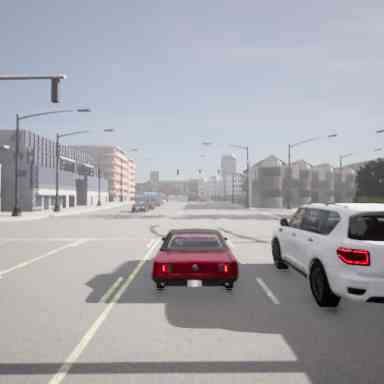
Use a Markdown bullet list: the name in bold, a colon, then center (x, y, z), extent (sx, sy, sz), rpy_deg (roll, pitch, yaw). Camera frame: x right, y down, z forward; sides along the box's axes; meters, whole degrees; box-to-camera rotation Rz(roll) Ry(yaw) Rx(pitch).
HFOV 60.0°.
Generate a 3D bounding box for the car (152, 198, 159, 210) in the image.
- **car**: center (-7.096, 2.163, 55.102), extent (1.812, 1.442, 4.674), rpy_deg (0, 0, 0)

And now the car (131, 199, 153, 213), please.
- **car**: center (-7.106, 2.039, 45.848), extent (2.128, 1.511, 4.902), rpy_deg (0, -1, 0)

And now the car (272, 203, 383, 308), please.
- **car**: center (3.564, 1.270, 8.131), extent (2.150, 2.045, 5.566), rpy_deg (0, 0, 0)

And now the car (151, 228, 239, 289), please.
- **car**: center (0.073, 1.659, 9.263), extent (1.895, 1.301, 4.718), rpy_deg (0, 0, 0)

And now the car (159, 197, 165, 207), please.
- **car**: center (-7.055, 1.972, 64.361), extent (2.097, 1.767, 4.553), rpy_deg (0, 0, 1)

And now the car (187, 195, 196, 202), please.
- **car**: center (-0.016, 1.744, 88.694), extent (2.150, 2.045, 5.566), rpy_deg (0, -1, 0)

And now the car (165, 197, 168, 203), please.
- **car**: center (-7.013, 2.115, 74.518), extent (1.895, 1.301, 4.718), rpy_deg (0, 1, 0)

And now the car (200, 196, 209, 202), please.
- **car**: center (3.484, 1.880, 89.048), extent (2.097, 1.767, 4.553), rpy_deg (0, -1, 0)
